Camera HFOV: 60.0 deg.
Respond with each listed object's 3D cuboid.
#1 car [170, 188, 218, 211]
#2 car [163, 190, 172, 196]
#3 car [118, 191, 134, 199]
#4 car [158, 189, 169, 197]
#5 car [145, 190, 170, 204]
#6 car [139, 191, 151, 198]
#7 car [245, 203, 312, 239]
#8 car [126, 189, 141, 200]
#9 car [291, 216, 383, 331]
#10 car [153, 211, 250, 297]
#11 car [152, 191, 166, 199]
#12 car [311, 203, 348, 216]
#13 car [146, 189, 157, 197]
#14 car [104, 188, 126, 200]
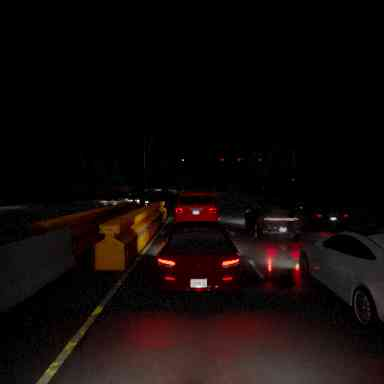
[{"bbox_3d":[0.206,0.984,17.839,2.150,2.045,5.566,0,1,1],"label":"car"},{"bbox_3d":[-6.307,0.277,86.212,2.033,1.411,5.357,0,1,0],"label":"car"},{"bbox_3d":[-13.461,0.555,68.158,2.033,1.411,5.357,0,1,0],"label":"car"},{"bbox_3d":[-6.397,0.250,75.658,2.097,1.767,4.553,0,1,0],"label":"car"},{"bbox_3d":[-3.300,0.861,43.041,5.008,1.535,1.882,-1,2,-43],"label":"car"},{"bbox_3d":[-9.942,0.527,70.380,1.994,1.385,4.181,0,1,0],"label":"car"},{"bbox_3d":[3.696,1.283,15.854,2.128,1.511,4.902,0,1,0],"label":"car"},{"bbox_3d":[-10.096,0.689,60.305,1.994,1.385,4.181,0,1,1],"label":"car"},{"bbox_3d":[3.629,1.455,6.606,1.812,1.442,4.674,0,1,0],"label":"car"},{"bbox_3d":[0.142,1.431,8.242,1.812,1.442,4.674,0,1,1],"label":"car"},{"bbox_3d":[-6.517,0.537,65.642,2.128,1.511,4.902,0,1,1],"label":"car"},{"bbox_3d":[7.221,1.309,18.938,1.994,1.385,4.181,0,1,0],"label":"car"},{"bbox_3d":[-9.855,0.176,80.598,2.097,1.767,4.553,0,1,0],"label":"car"},{"bbox_3d":[-13.628,0.381,58.020,2.150,2.045,5.566,0,1,1],"label":"car"}]
